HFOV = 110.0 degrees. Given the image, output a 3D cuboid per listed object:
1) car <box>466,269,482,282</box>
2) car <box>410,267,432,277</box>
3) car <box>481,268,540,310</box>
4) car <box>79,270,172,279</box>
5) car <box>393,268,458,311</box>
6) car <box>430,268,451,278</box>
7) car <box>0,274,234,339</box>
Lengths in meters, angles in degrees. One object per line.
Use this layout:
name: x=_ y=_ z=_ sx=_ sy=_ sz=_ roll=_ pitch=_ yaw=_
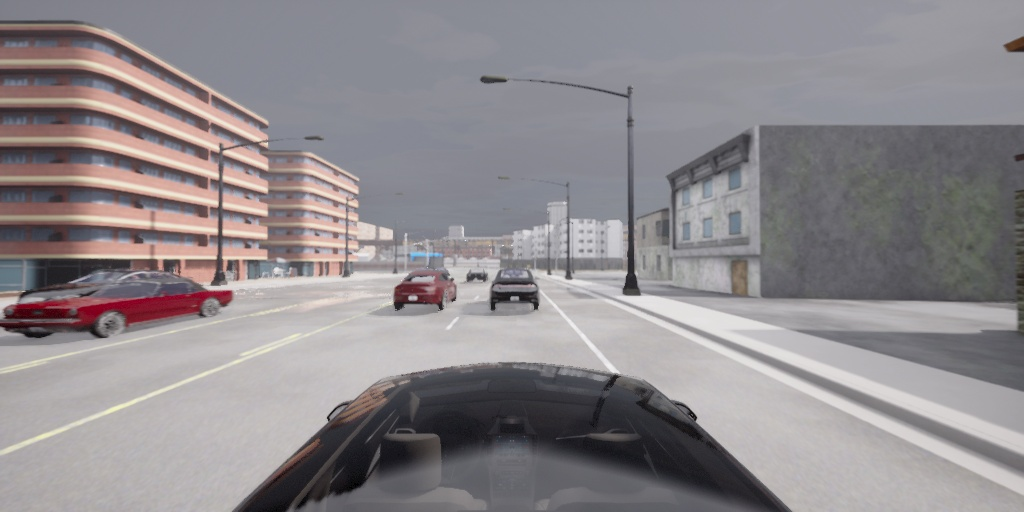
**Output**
car: x=-3.409 y=1.957 z=36.166 sx=1.895 sy=1.301 sz=4.718 roll=0 pitch=-2 yaw=0
car: x=-14.064 y=2.495 z=55.604 sx=2.033 sy=1.411 sz=5.357 roll=0 pitch=-1 yaw=1
car: x=0.095 y=1.285 z=14.779 sx=2.128 sy=1.511 sz=4.902 roll=0 pitch=-1 yaw=0
car: x=-14.103 y=1.261 z=12.917 sx=2.128 sy=1.511 sz=4.902 roll=0 pitch=-1 yaw=0
car: x=-3.405 y=1.317 z=14.616 sx=1.812 sy=1.442 sz=4.674 roll=0 pitch=-1 yaw=0
car: x=-10.568 y=2.440 z=53.524 sx=2.033 sy=1.411 sz=5.357 roll=0 pitch=-2 yaw=1
car: x=-10.604 y=1.349 z=10.218 sx=1.895 sy=1.301 sz=4.718 roll=0 pitch=0 yaw=0
